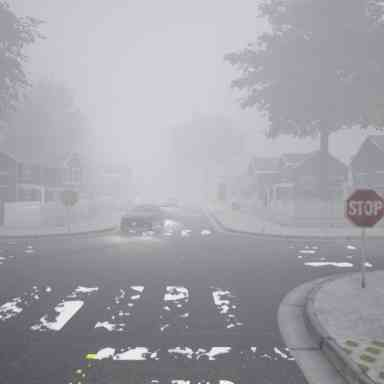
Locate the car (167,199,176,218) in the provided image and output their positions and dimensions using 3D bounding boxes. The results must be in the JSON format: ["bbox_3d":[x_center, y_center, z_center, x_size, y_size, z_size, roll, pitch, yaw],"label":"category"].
[{"bbox_3d":[-2.723,1.603,30.028,1.895,1.301,4.718,0,0,0],"label":"car"}]

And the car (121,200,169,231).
[{"bbox_3d":[-2.943,1.480,20.676,1.882,1.535,5.008,0,0,5],"label":"car"}]

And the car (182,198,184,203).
[{"bbox_3d":[-2.693,1.554,68.917,1.994,1.385,4.181,0,0,0],"label":"car"}]

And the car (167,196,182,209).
[{"bbox_3d":[-2.712,1.504,45.496,1.837,1.490,4.892,0,1,0],"label":"car"}]
